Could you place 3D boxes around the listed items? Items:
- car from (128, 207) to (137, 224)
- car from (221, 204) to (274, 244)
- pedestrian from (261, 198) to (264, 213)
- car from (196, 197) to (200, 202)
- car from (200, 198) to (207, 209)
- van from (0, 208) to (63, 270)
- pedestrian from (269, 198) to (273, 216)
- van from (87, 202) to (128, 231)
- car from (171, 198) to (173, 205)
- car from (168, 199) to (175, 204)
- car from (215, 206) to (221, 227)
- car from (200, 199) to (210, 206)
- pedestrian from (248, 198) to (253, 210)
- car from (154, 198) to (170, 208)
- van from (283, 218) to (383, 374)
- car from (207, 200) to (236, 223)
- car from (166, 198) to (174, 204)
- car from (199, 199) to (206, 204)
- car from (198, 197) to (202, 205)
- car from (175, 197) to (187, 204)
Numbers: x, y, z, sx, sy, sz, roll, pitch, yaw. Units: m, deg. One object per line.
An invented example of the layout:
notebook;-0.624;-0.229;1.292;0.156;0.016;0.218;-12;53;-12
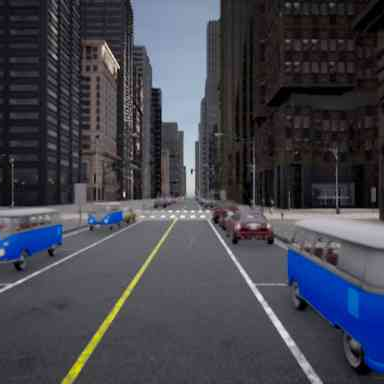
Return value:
car;-5.769;1.831;27.965;1.752;1.417;4.829;0;-1;0
car;2.758;1.623;16.793;1.967;1.590;4.097;0;-1;0
pedestrian;7.129;1.508;33.796;0.375;1.860;0.375;0;-1;0
car;2.746;2.364;83.320;1.967;1.590;4.097;0;-1;0
car;2.751;2.156;55.118;2.008;1.369;4.403;0;-1;0
van;-5.766;1.463;11.106;1.690;1.788;3.998;0;-1;0
pedestrian;8.129;1.510;34.396;0.375;1.860;0.375;0;-1;0
van;-5.768;1.586;22.460;1.690;1.788;3.998;0;-1;0
car;-5.777;2.362;72.028;1.947;1.339;4.313;0;-1;0
car;-5.781;2.578;94.419;1.752;1.417;4.829;0;-1;0
car;2.757;1.827;22.469;1.802;1.307;4.206;0;-1;0
car;2.748;2.340;72.039;1.887;1.381;4.507;0;-1;0
pedestrian;6.129;1.525;34.996;0.375;1.860;0.375;0;-1;0
car;-5.775;1.984;60.750;2.192;1.841;5.009;0;-1;0
van;2.760;1.401;5.439;1.690;1.788;3.998;0;-1;0
car;2.756;1.622;28.149;2.192;1.841;5.009;0;-1;0
car;-5.781;2.429;88.950;1.967;1.590;4.097;0;-1;0
car;2.745;2.570;88.959;1.802;1.307;4.206;0;-1;0
car;2.749;2.282;66.398;2.008;1.369;4.403;0;-1;0
car;-3.015;2.309;86.389;2.097;1.767;4.553;0;-1;0
